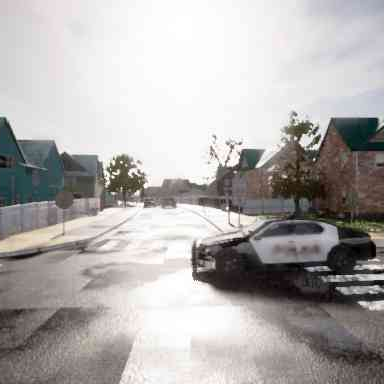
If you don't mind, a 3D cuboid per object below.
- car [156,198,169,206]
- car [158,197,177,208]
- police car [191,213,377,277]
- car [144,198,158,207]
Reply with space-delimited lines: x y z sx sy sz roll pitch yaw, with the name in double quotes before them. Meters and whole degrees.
"car" -5.620 1.867 62.378 1.882 1.535 5.008 0 -1 -12
"car" -3.695 1.625 52.441 2.097 1.767 4.553 0 -1 -10
"police car" 2.474 1.462 9.741 4.974 1.542 2.038 -2 0 0
"car" -7.156 1.819 56.124 1.837 1.490 4.892 0 -1 -10
